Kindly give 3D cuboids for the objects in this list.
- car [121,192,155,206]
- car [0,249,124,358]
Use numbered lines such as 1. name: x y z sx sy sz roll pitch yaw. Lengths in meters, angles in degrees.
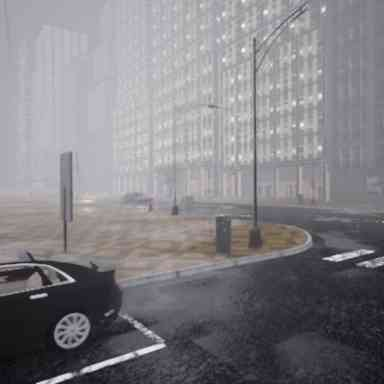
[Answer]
1. car: -6.072 0.712 36.614 2.033 1.411 5.357 0 1 -35
2. car: -3.122 1.551 4.482 4.403 1.369 2.008 -1 1 -35
